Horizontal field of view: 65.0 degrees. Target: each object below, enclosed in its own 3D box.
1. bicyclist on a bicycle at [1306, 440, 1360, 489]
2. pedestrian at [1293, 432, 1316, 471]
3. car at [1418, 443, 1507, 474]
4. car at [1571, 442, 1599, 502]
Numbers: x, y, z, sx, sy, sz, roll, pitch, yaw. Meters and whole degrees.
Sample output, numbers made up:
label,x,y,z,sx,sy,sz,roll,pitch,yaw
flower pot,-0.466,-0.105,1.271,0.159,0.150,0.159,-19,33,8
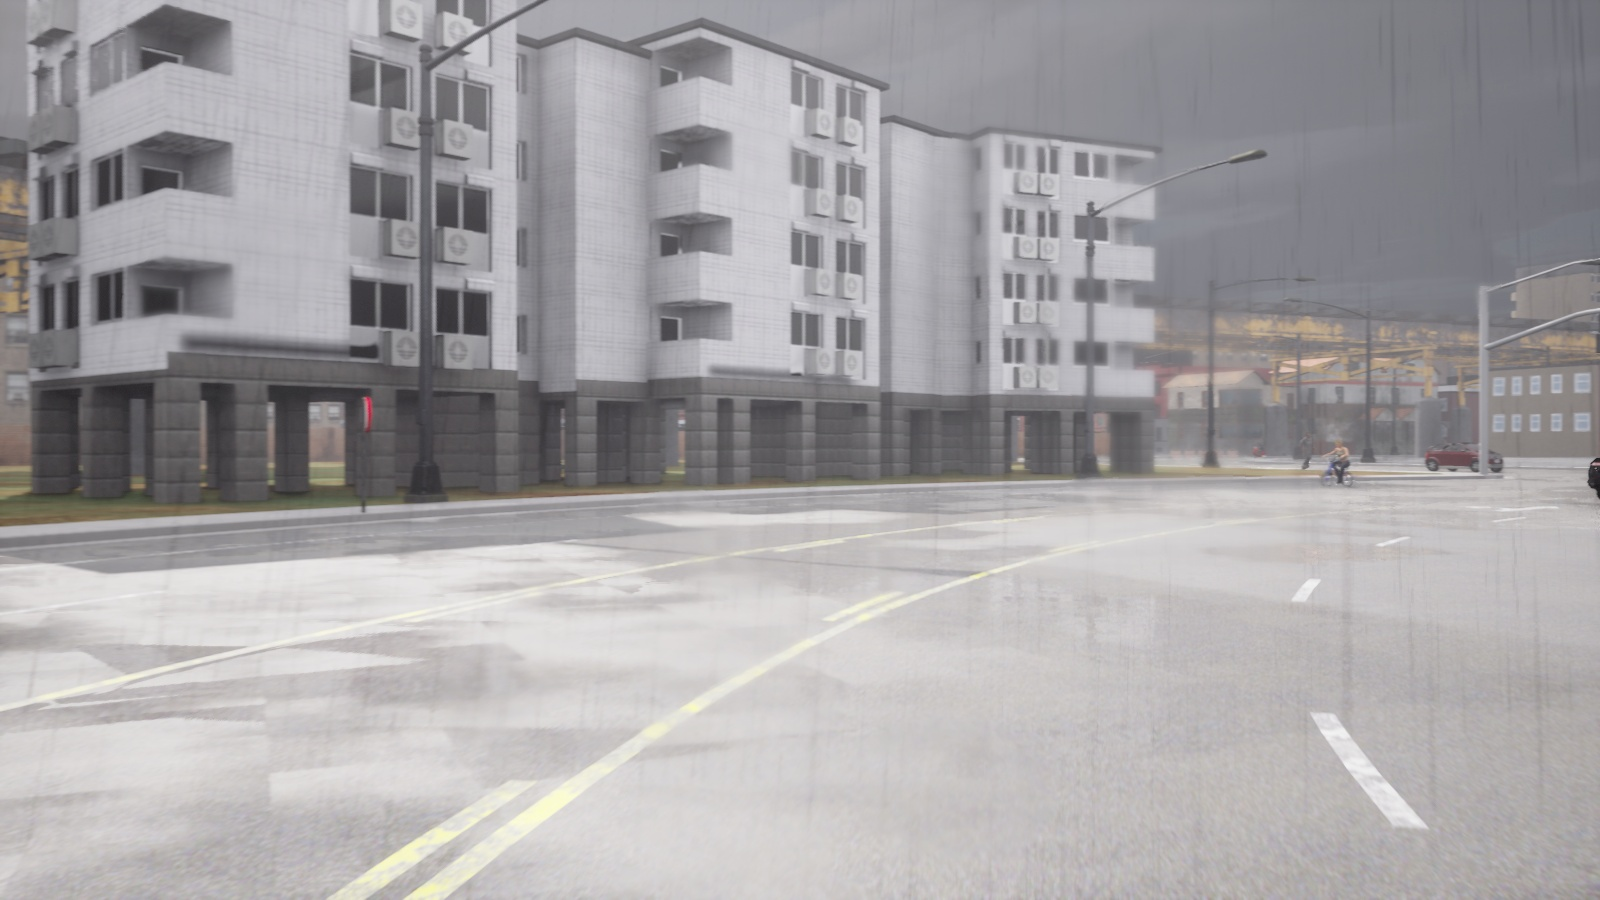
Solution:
label,x,y,z,sx,sy,sz,roll,pitch,yaw
bicyclist on a bicycle,17.814,0.481,41.977,1.509,1.612,0.866,0,1,-27
pedestrian,25.490,0.096,63.417,0.659,1.952,0.873,0,0,-18
car,33.953,0.427,64.458,1.789,1.549,3.705,0,0,-25
car,22.508,0.563,32.577,4.902,1.511,2.128,0,0,-29
